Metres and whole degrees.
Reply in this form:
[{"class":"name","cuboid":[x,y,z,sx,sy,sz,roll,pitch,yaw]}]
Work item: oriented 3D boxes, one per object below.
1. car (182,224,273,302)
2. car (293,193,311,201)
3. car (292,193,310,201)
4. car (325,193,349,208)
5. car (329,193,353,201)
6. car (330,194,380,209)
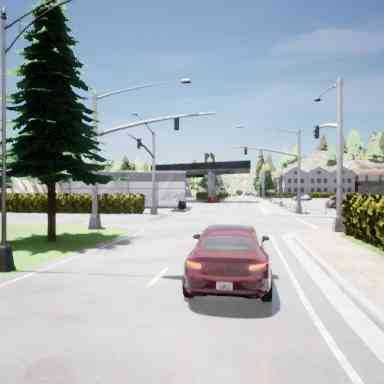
[{"class":"car","cuboid":[0.941,1.525,8.249,1.812,1.442,4.674,0,0,9]},{"class":"car","cuboid":[26.042,1.070,79.052,3.866,1.878,1.905,0,0,9]},{"class":"car","cuboid":[24.912,1.354,75.867,3.806,1.475,1.970,0,0,9]},{"class":"car","cuboid":[19.533,1.327,42.034,5.027,1.636,2.152,0,0,9]},{"class":"car","cuboid":[33.290,1.090,74.560,4.605,1.855,1.932,0,0,9]},{"class":"car","cuboid":[19.087,1.336,38.929,4.514,1.523,2.007,0,0,9]}]
